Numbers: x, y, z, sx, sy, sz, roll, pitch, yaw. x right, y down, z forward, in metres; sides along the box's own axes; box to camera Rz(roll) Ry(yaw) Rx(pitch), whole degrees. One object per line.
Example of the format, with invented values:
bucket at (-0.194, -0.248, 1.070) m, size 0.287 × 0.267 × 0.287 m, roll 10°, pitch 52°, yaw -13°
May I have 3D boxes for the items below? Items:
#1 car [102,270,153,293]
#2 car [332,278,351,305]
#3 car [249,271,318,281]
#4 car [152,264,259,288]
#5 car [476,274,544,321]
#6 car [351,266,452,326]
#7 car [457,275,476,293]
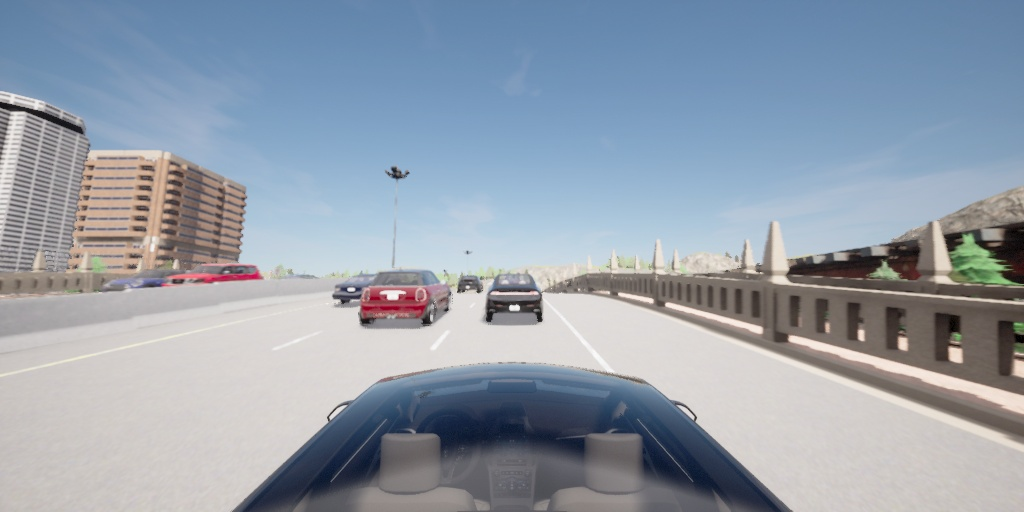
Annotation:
car at (-21.131, 1.592, 21.345) m, size 2.097 × 1.767 × 4.553 m, roll 0°, pitch -3°, yaw 0°
car at (-6.939, 1.603, 17.969) m, size 2.033 × 1.411 × 5.357 m, roll 0°, pitch -2°, yaw 0°
car at (-14.130, 1.914, 23.537) m, size 2.033 × 1.411 × 5.357 m, roll 0°, pitch -4°, yaw 0°
car at (-17.634, 1.466, 21.581) m, size 2.150 × 2.045 × 5.566 m, roll 0°, pitch -3°, yaw 0°
car at (0.074, 1.380, 13.022) m, size 2.128 × 1.511 × 4.902 m, roll 0°, pitch -1°, yaw 0°
car at (-3.424, 1.231, 12.409) m, size 2.097 × 1.767 × 4.553 m, roll 0°, pitch -1°, yaw 0°
car at (-3.471, 2.422, 30.523) m, size 1.837 × 1.490 × 4.892 m, roll 0°, pitch -5°, yaw 0°
